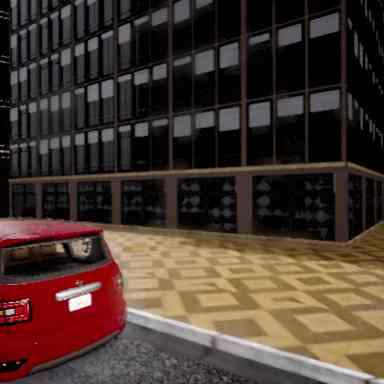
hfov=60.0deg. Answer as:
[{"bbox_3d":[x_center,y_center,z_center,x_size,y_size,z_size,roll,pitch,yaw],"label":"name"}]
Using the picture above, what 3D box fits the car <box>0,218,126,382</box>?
[{"bbox_3d":[-3.212,1.341,5.151,5.009,1.841,2.192,0,0,35],"label":"car"}]
